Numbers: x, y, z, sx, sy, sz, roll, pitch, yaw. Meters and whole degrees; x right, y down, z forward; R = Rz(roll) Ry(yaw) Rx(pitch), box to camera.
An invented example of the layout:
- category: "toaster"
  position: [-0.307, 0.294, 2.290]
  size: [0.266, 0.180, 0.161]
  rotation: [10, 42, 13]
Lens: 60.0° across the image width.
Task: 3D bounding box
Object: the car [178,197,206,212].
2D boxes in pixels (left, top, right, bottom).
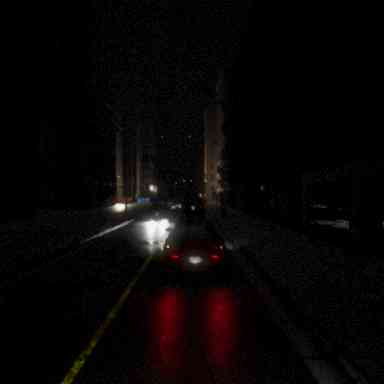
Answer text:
- category: "car"
  position: [0.100, 1.487, 30.872]
  size: [2.150, 2.045, 5.566]
  rotation: [0, -1, 0]

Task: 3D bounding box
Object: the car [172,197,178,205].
- category: "car"
  position: [-2.997, 2.031, 71.878]
  size: [2.150, 2.045, 5.566]
  rotation: [0, -1, 0]

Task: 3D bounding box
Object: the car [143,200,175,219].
- category: "car"
  position: [-3.096, 1.770, 32.109]
  size: [2.128, 1.511, 4.902]
  rotation: [0, -1, 0]

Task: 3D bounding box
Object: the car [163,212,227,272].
- category: "car"
  position: [0.088, 1.616, 10.959]
  size: [1.812, 1.442, 4.674]
  rotation: [0, 0, 0]
